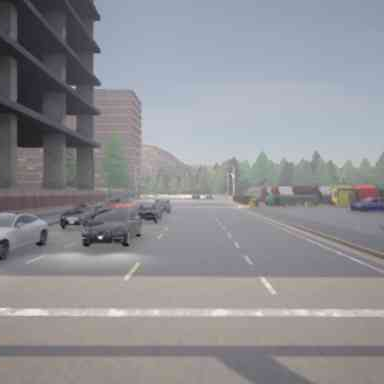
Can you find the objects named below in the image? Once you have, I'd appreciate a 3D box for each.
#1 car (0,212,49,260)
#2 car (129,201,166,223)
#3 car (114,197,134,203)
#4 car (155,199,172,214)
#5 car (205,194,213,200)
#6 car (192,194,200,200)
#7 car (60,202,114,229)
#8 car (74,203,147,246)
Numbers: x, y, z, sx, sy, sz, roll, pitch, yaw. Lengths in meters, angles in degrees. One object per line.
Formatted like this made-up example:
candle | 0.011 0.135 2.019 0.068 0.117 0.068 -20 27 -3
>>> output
car | -6.987 1.498 12.402 1.812 1.442 4.674 0 0 1
car | -3.323 1.574 25.192 1.895 1.301 4.718 0 0 1
car | -6.723 1.323 32.550 2.097 1.767 4.553 0 0 1
car | -3.180 1.464 35.444 2.128 1.511 4.902 0 0 1
car | 4.589 1.297 89.725 2.128 1.511 4.902 0 0 1
car | 1.089 1.210 89.746 2.097 1.767 4.553 0 0 1
car | -6.872 1.464 21.532 2.128 1.511 4.902 0 0 1
car | -3.453 1.479 15.070 1.837 1.490 4.892 0 0 1
